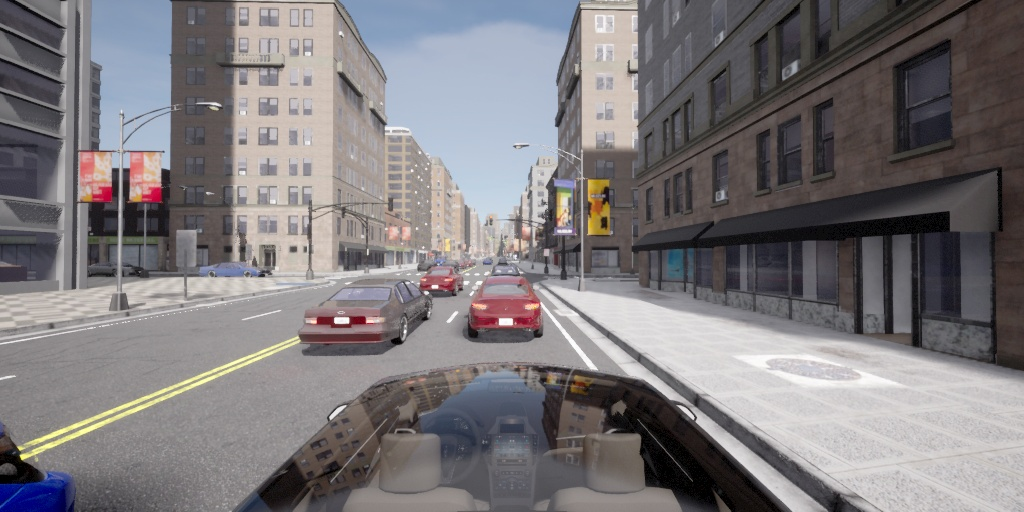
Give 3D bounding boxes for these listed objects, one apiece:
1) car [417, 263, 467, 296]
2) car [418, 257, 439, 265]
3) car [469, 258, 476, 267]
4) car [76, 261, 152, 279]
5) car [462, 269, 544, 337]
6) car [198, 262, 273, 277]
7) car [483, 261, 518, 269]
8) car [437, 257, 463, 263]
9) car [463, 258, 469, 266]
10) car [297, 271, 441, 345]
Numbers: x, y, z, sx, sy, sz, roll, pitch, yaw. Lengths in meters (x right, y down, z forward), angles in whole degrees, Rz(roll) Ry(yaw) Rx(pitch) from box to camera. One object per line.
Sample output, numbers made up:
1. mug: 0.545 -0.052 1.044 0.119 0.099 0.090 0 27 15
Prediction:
1. car: -3.660 1.275 19.057 1.812 1.442 4.674 0 0 -1
2. car: -11.082 1.208 47.241 1.882 1.535 5.008 0 0 -1
3. car: -8.246 1.065 64.617 2.097 1.767 4.553 0 0 -1
4. car: -33.633 1.170 30.416 4.181 1.385 1.994 0 -1 -2
5. car: -0.179 1.277 10.150 1.812 1.442 4.674 0 0 -1
6. car: -23.667 1.196 30.735 5.357 1.411 2.033 0 -1 1
7. car: -0.405 1.240 19.234 2.128 1.511 4.902 0 0 -3
8. car: -7.785 1.209 45.538 1.882 1.535 5.008 0 0 -2
9. car: -8.024 1.249 54.741 1.812 1.442 4.674 0 0 -1
10. car: -3.409 1.298 9.469 2.033 1.411 5.357 0 0 -2
